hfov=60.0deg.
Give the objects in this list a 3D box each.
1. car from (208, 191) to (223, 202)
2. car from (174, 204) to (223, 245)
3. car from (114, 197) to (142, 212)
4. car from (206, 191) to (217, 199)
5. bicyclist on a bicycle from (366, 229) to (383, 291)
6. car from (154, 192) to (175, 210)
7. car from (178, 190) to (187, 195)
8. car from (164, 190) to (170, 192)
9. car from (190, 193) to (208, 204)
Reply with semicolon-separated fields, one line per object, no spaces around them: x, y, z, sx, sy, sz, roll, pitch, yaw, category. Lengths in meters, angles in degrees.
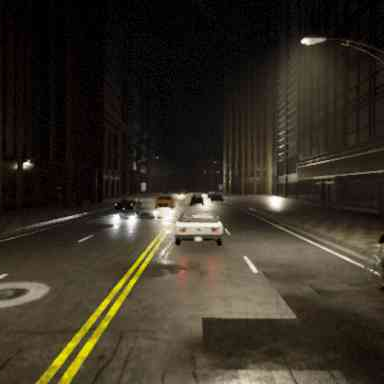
4.080;0.904;55.572;1.994;1.385;4.181;0;1;1;car
0.278;1.441;14.688;1.895;1.301;4.718;0;1;1;car
-6.179;1.198;32.449;1.895;1.301;4.718;0;1;1;car
4.195;0.623;71.042;2.128;1.511;4.902;0;1;1;car
4.223;1.318;7.163;0.659;1.776;1.843;0;1;1;bicyclist on a bicycle
-2.875;1.053;35.719;1.882;1.535;5.008;0;1;1;car
-2.223;0.164;76.958;1.882;1.535;5.008;0;1;1;car
-5.528;0.443;73.134;1.837;1.490;4.892;0;1;1;car
0.690;1.021;44.939;2.033;1.411;5.357;0;1;1;car
